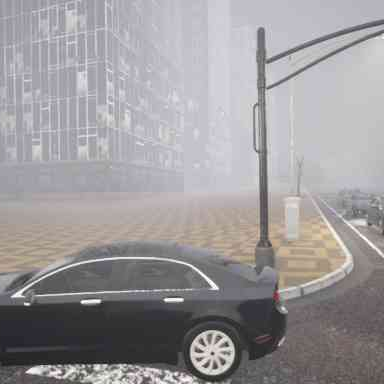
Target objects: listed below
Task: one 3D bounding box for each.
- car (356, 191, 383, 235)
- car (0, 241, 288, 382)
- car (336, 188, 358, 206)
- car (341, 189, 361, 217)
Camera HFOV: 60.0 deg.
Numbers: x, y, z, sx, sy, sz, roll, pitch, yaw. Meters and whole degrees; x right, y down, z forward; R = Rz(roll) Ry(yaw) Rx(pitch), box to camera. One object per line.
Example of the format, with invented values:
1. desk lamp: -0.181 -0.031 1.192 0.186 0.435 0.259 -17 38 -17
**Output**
1. car: 8.882 0.928 14.489 2.128 1.511 4.902 -1 2 18
2. car: -1.153 1.505 4.795 4.892 1.490 1.837 0 0 0
3. car: 12.855 0.454 26.870 2.128 1.511 4.902 -1 2 18
4. car: 10.895 0.759 20.794 1.994 1.385 4.181 -1 2 17
